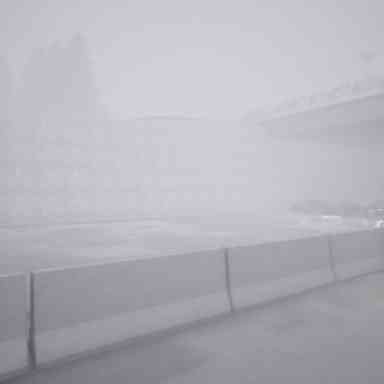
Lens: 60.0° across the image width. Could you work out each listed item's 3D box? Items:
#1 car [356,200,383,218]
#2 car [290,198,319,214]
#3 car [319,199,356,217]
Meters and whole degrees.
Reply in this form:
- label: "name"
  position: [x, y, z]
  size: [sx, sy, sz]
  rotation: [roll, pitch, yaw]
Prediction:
- label: "car"
  position: [16.681, 1.444, 28.710]
  size: [4.902, 1.511, 2.128]
  rotation: [0, 0, -35]
- label: "car"
  position: [12.121, 1.424, 34.057]
  size: [5.008, 1.535, 1.882]
  rotation: [0, 0, -35]
- label: "car"
  position: [14.278, 1.513, 31.296]
  size: [4.181, 1.385, 1.994]
  rotation: [0, 0, -35]
